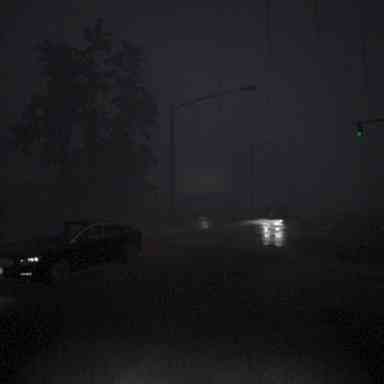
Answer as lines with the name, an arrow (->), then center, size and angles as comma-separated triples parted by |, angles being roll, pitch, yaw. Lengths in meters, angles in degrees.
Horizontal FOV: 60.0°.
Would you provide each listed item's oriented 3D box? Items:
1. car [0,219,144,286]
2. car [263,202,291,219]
car -> -3.406, 1.610, 10.016 | 2.128, 1.511, 4.902 | -1, -1, 28
car -> 8.430, 1.743, 32.699 | 2.128, 1.511, 4.902 | -1, 0, 28
